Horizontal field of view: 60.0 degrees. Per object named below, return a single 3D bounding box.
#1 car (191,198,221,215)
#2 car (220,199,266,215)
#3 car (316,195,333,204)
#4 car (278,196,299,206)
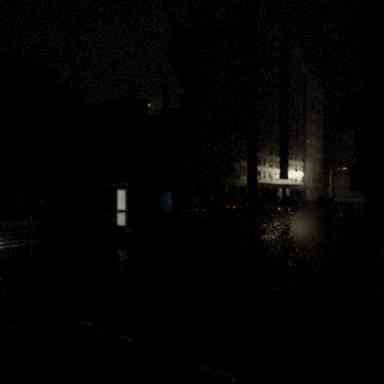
[{"bbox_3d":[1.823,1.344,31.716,1.837,1.490,4.892,0,0,35],"label":"car"},{"bbox_3d":[5.137,1.382,31.296,2.033,1.411,5.357,0,0,35],"label":"car"},{"bbox_3d":[22.228,1.248,55.544,1.882,1.535,5.008,0,0,35],"label":"car"},{"bbox_3d":[14.381,1.317,49.364,1.837,1.490,4.892,0,0,35],"label":"car"}]
